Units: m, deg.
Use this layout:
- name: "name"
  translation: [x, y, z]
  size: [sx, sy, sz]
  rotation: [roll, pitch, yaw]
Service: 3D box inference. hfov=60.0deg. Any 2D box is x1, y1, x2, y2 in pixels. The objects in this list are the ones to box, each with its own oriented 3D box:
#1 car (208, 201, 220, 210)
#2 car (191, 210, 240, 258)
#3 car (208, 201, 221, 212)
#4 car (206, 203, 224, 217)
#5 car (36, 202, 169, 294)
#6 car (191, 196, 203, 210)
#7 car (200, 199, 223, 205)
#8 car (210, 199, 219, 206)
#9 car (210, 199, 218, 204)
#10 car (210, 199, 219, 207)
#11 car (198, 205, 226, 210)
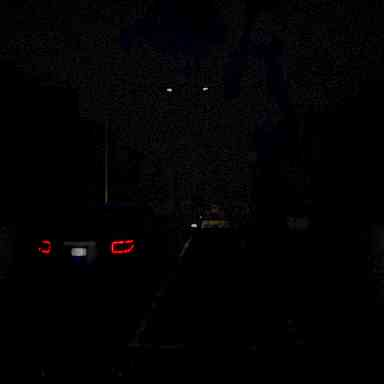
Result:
- name: "car"
  translation: [3.538, 2.068, 52.528]
  size: [1.802, 1.307, 4.206]
  rotation: [0, -1, 4]
- name: "car"
  translation: [0.913, 1.619, 12.896]
  size: [2.008, 1.369, 4.403]
  rotation: [0, -1, 4]
- name: "car"
  translation: [3.174, 1.948, 47.036]
  size: [1.752, 1.417, 4.829]
  rotation: [0, -1, 4]
- name: "car"
  translation: [2.413, 1.878, 35.543]
  size: [1.802, 1.307, 4.206]
  rotation: [0, -1, 4]
- name: "car"
  translation: [-1.993, 1.269, 9.064]
  size: [2.150, 2.045, 5.566]
  rotation: [0, -1, 4]
- name: "car"
  translation: [0.982, 1.721, 52.499]
  size: [2.150, 2.045, 5.566]
  rotation: [0, -1, 4]
- name: "car"
  translation: [2.038, 1.676, 29.883]
  size: [1.967, 1.590, 4.097]
  rotation: [0, -1, 4]
- name: "car"
  translation: [4.664, 2.237, 69.513]
  size: [1.887, 1.381, 4.507]
  rotation: [0, -1, 4]
- name: "car"
  translation: [5.789, 2.464, 86.498]
  size: [2.008, 1.369, 4.403]
  rotation: [0, -1, 4]
- name: "car"
  translation: [4.300, 2.150, 64.022]
  size: [1.752, 1.417, 4.829]
  rotation: [0, -1, 4]
- name: "car"
  translation: [1.299, 1.649, 18.728]
  size: [1.752, 1.417, 4.829]
  rotation: [0, -1, 4]
